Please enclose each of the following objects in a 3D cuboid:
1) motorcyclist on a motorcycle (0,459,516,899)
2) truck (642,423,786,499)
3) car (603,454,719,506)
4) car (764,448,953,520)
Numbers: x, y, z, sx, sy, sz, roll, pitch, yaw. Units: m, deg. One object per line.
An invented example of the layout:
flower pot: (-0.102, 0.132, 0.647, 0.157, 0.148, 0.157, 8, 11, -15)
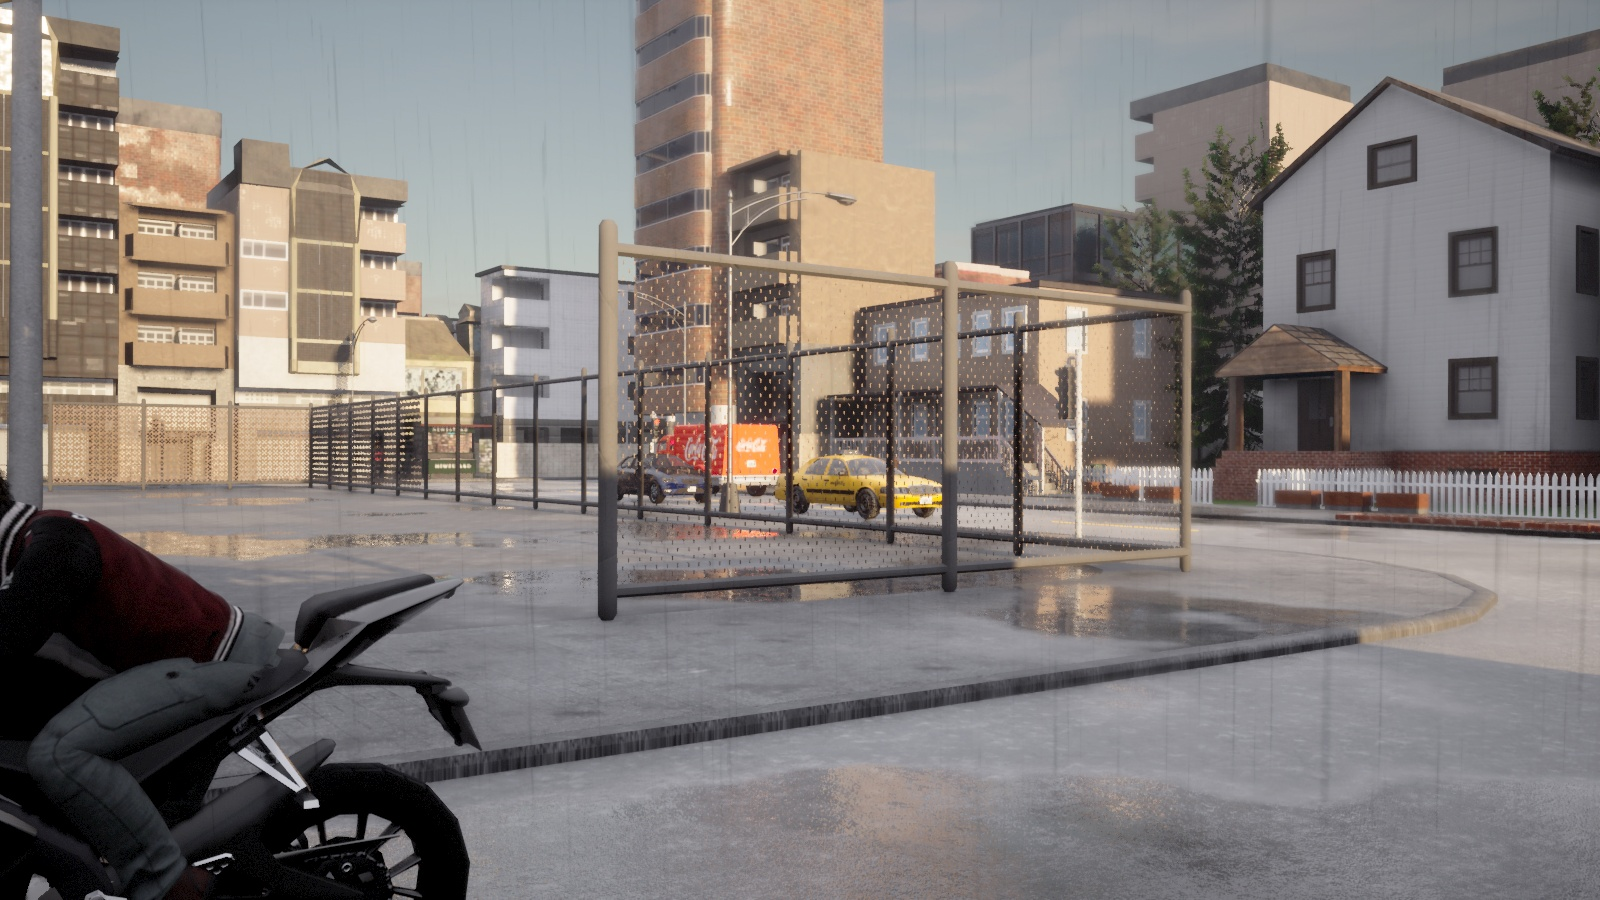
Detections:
motorcyclist on a motorcycle: (-1.876, 0.791, 2.956, 2.191, 1.530, 0.866, 0, 0, -34)
truck: (-3.057, 0.367, 43.426, 2.627, 2.467, 5.204, 0, 0, -36)
car: (-4.275, 0.861, 38.159, 1.816, 1.474, 4.193, 0, 0, -33)
car: (1.265, 0.755, 30.184, 1.801, 1.575, 5.366, 0, 0, -32)
